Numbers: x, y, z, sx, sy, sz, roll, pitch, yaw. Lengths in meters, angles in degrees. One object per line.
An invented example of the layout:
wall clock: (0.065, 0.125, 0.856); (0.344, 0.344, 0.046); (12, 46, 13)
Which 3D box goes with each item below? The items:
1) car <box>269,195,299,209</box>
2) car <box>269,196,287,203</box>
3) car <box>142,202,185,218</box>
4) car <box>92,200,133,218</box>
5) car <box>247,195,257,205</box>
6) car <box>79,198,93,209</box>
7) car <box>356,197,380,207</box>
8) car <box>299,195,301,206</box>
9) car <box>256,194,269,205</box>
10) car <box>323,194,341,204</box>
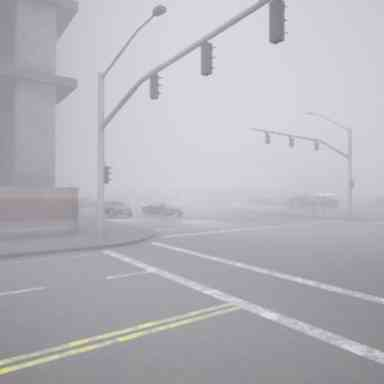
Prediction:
car: (15.127, 1.584, 54.620); (3.806, 1.475, 1.970); (0, 0, -35)
car: (19.327, 1.617, 74.779); (3.905, 1.438, 1.784); (0, 0, -35)
car: (-2.650, 1.610, 29.845); (1.895, 1.301, 4.718); (0, 0, -36)
car: (-6.964, 1.498, 29.851); (1.837, 1.490, 4.892); (0, 0, -36)
car: (11.864, 1.342, 59.145); (4.605, 1.855, 1.932); (0, 0, -35)
car: (-14.884, 1.556, 46.897); (2.033, 1.411, 5.357); (0, 0, -35)
car: (30.785, 1.649, 58.639); (3.806, 1.475, 1.970); (0, 0, -35)
car: (20.949, 1.407, 72.378); (4.605, 1.855, 1.932); (0, 0, -35)
car: (13.455, 1.553, 56.983); (3.905, 1.438, 1.784); (0, 0, -35)
car: (35.236, 1.485, 82.519); (3.866, 1.878, 1.905); (0, 0, -35)
